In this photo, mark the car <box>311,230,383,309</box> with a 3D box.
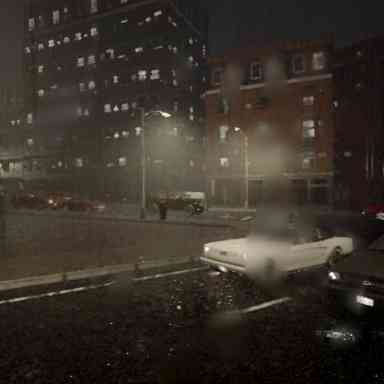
[{"bbox_3d":[5.227,1.548,7.493,5.357,1.411,2.033,0,0,-36],"label":"car"}]

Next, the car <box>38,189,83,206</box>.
[{"bbox_3d":[-15.984,0.617,40.448,5.009,1.841,2.192,1,0,24],"label":"car"}]

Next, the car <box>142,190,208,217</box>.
[{"bbox_3d":[-1.433,0.849,27.487,5.566,2.045,2.150,1,1,24],"label":"car"}]

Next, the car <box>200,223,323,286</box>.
[{"bbox_3d":[2.557,1.602,9.573,4.718,1.301,1.895,0,0,-36],"label":"car"}]

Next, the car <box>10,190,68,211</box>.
[{"bbox_3d":[-14.398,0.765,30.535,5.009,1.841,2.192,1,0,24],"label":"car"}]

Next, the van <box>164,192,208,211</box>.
[{"bbox_3d":[-0.589,0.900,33.487,3.998,1.788,1.690,1,0,24],"label":"van"}]

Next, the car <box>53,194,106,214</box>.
[{"bbox_3d":[-9.271,1.118,28.213,4.206,1.307,1.802,1,0,24],"label":"car"}]

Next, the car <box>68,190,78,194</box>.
[{"bbox_3d":[-12.519,0.796,32.510,4.553,1.767,2.097,1,1,25],"label":"car"}]

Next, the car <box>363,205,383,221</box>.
[{"bbox_3d":[15.196,1.340,24.196,5.008,1.535,1.882,1,3,11],"label":"car"}]
